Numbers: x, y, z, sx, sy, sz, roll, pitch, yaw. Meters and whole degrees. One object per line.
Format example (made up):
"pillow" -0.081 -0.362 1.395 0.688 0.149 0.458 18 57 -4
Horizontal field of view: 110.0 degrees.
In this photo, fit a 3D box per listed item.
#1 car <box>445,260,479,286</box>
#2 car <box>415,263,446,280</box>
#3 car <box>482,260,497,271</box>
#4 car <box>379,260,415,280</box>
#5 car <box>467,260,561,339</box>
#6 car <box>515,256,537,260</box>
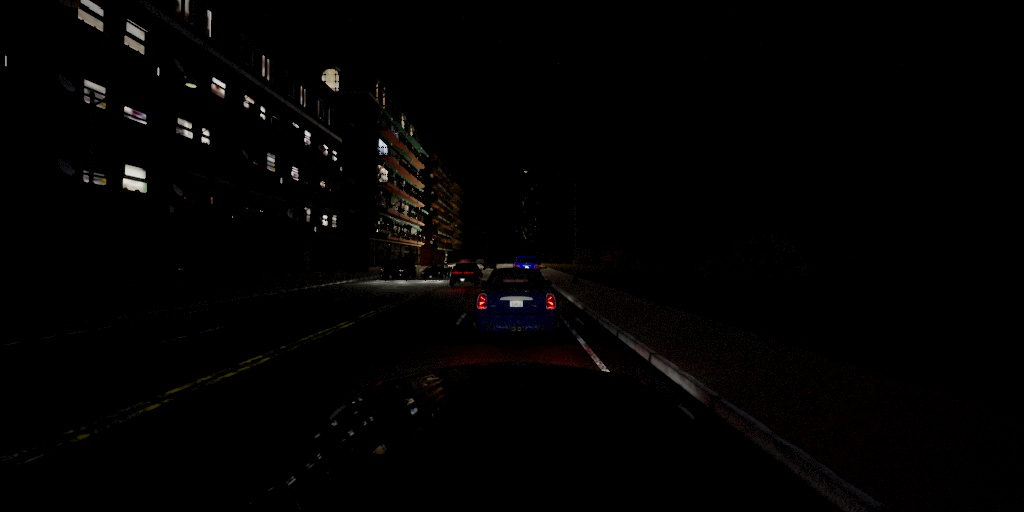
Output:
"car" -3.138 1.257 25.135 1.837 1.490 4.892 0 -1 0
"car" -6.584 1.302 31.661 2.033 1.411 5.357 0 0 0
"car" -3.126 1.259 50.788 1.837 1.490 4.892 0 0 0
"car" -9.837 1.107 31.238 2.097 1.767 4.553 0 0 0
"car" 0.104 1.104 10.251 2.097 1.767 4.553 0 0 0
"car" 1.151 0.980 30.204 2.150 2.045 5.566 0 0 0
